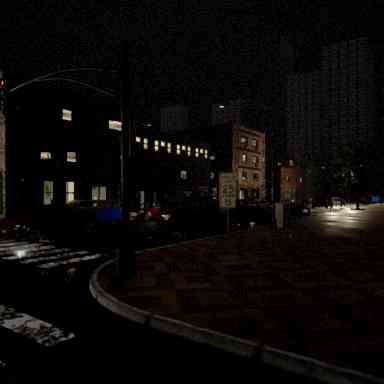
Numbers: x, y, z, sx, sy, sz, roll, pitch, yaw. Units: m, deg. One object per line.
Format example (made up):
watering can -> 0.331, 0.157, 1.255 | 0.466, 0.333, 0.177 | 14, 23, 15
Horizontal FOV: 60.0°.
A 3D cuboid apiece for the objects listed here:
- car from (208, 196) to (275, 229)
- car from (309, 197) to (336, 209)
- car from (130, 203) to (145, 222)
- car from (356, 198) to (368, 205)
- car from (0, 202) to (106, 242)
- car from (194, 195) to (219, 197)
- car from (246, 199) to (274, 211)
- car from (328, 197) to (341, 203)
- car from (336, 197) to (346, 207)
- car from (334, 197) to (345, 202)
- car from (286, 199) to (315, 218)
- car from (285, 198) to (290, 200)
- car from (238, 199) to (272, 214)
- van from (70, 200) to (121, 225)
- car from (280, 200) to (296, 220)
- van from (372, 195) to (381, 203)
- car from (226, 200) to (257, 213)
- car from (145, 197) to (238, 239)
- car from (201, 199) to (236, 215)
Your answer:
car -> 3.357, 1.368, 22.276 | 2.192, 1.841, 5.009 | -1, -1, 35
car -> 19.505, 1.537, 49.560 | 2.097, 1.767, 4.553 | 0, 0, 35
car -> -3.484, 1.531, 27.114 | 1.967, 1.590, 4.097 | -1, -1, 35
car -> 32.083, 1.801, 62.853 | 2.008, 1.369, 4.403 | -1, -1, 35
car -> -7.129, 1.523, 17.131 | 1.882, 1.535, 5.008 | 0, 0, 32
car -> 0.978, 1.316, 28.931 | 2.150, 2.045, 5.566 | 0, -1, 35
car -> 9.283, 1.723, 45.149 | 2.008, 1.369, 4.403 | -1, -1, 35
car -> 34.816, 1.915, 81.219 | 2.008, 1.369, 4.403 | -1, -1, 35
car -> 25.373, 1.829, 57.851 | 1.895, 1.301, 4.718 | 0, 0, 36
car -> 38.007, 1.936, 85.728 | 1.887, 1.381, 4.507 | -1, -1, 35
car -> 9.742, 1.657, 31.292 | 1.947, 1.339, 4.313 | -1, -1, 35
car -> 15.567, 1.742, 54.027 | 1.752, 1.417, 4.829 | -1, -1, 35
car -> 7.181, 1.609, 37.672 | 1.882, 1.535, 5.008 | 0, 0, 36
van -> -6.675, 1.414, 22.607 | 1.690, 1.788, 3.998 | -1, 0, 35
car -> 6.550, 1.616, 26.783 | 1.887, 1.381, 4.507 | -1, -1, 35
van -> 44.848, 1.694, 80.891 | 1.690, 1.788, 3.998 | -1, -1, 35
car -> 6.091, 1.701, 40.640 | 2.008, 1.369, 4.403 | -1, -1, 35
car -> 0.166, 1.350, 17.767 | 2.192, 1.841, 5.009 | -1, -1, 35
car -> 2.900, 1.570, 36.133 | 1.967, 1.590, 4.097 | -1, -1, 35
